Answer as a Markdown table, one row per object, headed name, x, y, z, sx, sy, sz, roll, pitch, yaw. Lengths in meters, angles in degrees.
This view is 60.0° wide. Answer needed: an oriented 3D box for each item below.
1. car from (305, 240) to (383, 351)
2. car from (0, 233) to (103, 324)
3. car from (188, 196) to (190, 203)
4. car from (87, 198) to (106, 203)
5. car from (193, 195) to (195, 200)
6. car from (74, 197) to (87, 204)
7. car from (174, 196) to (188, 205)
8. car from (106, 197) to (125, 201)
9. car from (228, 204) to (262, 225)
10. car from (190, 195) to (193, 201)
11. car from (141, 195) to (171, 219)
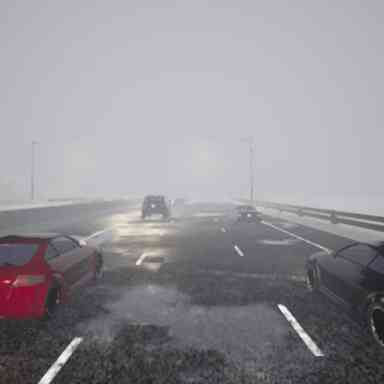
| name | x | y | z | sx | sy | sz | roll | pitch | yaw |
| --- | --- | --- | --- | --- | --- | --- | --- | --- | --- |
| car | 3.621 | 1.575 | 6.143 | 1.994 | 1.385 | 4.181 | 0 | 0 | 0 |
| car | -3.374 | 1.575 | 7.291 | 1.994 | 1.385 | 4.181 | 0 | 0 | 0 |
| car | -1.918 | 1.741 | 73.169 | 1.812 | 1.442 | 4.674 | 0 | 0 | 2 |
| car | -16.509 | 1.709 | 58.960 | 1.994 | 1.385 | 4.181 | 0 | 0 | 2 |
| car | -0.839 | 1.922 | 95.108 | 1.895 | 1.301 | 4.718 | 0 | 0 | 3 |
| car | -19.934 | 1.675 | 60.845 | 1.812 | 1.442 | 4.674 | 0 | 0 | 3 |
| car | -2.353 | 1.674 | 62.211 | 1.837 | 1.490 | 4.892 | 0 | 0 | 2 |
| car | -13.016 | 1.640 | 58.806 | 2.128 | 1.511 | 4.902 | 0 | 0 | 2 |
| car | 3.785 | 1.595 | 24.269 | 2.033 | 1.411 | 5.357 | 0 | 0 | 1 |
| car | -1.414 | 1.696 | 84.127 | 2.033 | 1.649 | 4.856 | 0 | 0 | 3 |
| car | -3.123 | 1.280 | 29.847 | 2.150 | 2.045 | 5.566 | 0 | 0 | 1 |
